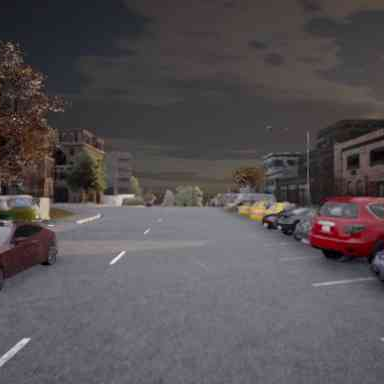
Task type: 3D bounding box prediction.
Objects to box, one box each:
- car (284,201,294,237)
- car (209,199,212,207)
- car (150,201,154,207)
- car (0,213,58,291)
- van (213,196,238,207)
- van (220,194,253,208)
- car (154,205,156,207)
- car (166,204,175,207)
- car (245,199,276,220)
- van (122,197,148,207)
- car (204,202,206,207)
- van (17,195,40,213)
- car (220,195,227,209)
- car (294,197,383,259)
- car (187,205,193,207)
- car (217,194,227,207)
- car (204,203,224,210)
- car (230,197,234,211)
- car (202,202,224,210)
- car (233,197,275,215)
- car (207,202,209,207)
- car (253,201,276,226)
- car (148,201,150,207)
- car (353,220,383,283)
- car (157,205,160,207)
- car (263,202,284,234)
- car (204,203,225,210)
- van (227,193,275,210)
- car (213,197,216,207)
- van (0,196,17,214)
[{"bbox_3d":[6.453,1.319,13.602,4.553,1.767,2.185,1,0,-20],"label":"car"},{"bbox_3d":[6.277,1.942,60.483,5.008,1.535,2.097,2,-3,-21],"label":"car"},{"bbox_3d":[-11.647,2.395,71.453,5.566,2.045,2.435,1,-4,-21],"label":"car"},{"bbox_3d":[-5.093,1.497,8.695,1.812,1.442,4.674,0,0,0],"label":"car"},{"bbox_3d":[6.354,1.875,63.464,4.442,1.987,1.878,2,-4,-21],"label":"van"},{"bbox_3d":[6.470,1.303,48.838,4.442,1.987,1.878,1,-2,-20],"label":"van"},{"bbox_3d":[-11.758,3.168,80.389,4.553,1.767,2.185,1,-4,-21],"label":"car"},{"bbox_3d":[-5.449,3.638,84.220,1.994,1.385,4.181,0,-4,-1],"label":"car"},{"bbox_3d":[6.594,1.433,22.465,5.366,1.575,1.946,1,0,-20],"label":"car"},{"bbox_3d":[-11.485,2.022,65.502,4.442,1.987,1.878,1,-4,-21],"label":"van"},{"bbox_3d":[6.069,3.079,78.039,5.008,1.535,2.097,2,-4,-21],"label":"car"},{"bbox_3d":[-11.288,1.211,19.634,4.442,1.987,1.878,-1,0,-20],"label":"van"},{"bbox_3d":[6.236,1.419,37.001,5.366,1.575,1.946,1,0,-20],"label":"car"},{"bbox_3d":[6.447,1.200,10.678,5.566,2.045,2.435,1,0,-20],"label":"car"},{"bbox_3d":[-0.602,4.393,93.210,1.895,1.301,4.718,0,-5,-1],"label":"car"},{"bbox_3d":[6.378,1.173,39.992,5.566,2.045,2.435,1,0,-20],"label":"car"},{"bbox_3d":[5.872,3.985,89.740,4.892,1.521,2.231,3,-5,-21],"label":"car"},{"bbox_3d":[6.446,1.458,31.209,4.792,1.488,2.163,1,0,-20],"label":"car"},{"bbox_3d":[5.854,3.978,92.697,5.566,2.045,2.435,3,-5,-21],"label":"car"},{"bbox_3d":[6.596,1.429,28.326,5.366,1.575,1.946,1,0,-20],"label":"car"},{"bbox_3d":[6.181,2.502,69.249,4.674,1.452,2.002,2,-4,-21],"label":"car"},{"bbox_3d":[6.387,1.466,19.460,4.792,1.488,2.163,1,0,-20],"label":"car"},{"bbox_3d":[-11.661,2.315,68.430,4.553,1.767,2.185,1,-4,-21],"label":"car"},{"bbox_3d":[6.419,1.499,7.730,4.674,1.452,2.002,1,0,-20],"label":"car"},{"bbox_3d":[-11.709,3.758,86.411,5.366,1.575,1.946,1,-5,-21],"label":"car"},{"bbox_3d":[6.411,1.441,16.533,4.892,1.521,2.231,1,0,-20],"label":"car"},{"bbox_3d":[5.921,3.751,86.812,4.892,1.521,2.231,2,-5,-21],"label":"car"},{"bbox_3d":[6.309,1.199,34.086,4.442,1.987,1.878,1,0,-20],"label":"van"},{"bbox_3d":[6.347,1.601,51.714,4.892,1.521,2.231,2,-2,-20],"label":"car"},{"bbox_3d":[-11.506,1.218,16.601,4.442,1.987,1.878,-1,0,-20],"label":"van"}]
